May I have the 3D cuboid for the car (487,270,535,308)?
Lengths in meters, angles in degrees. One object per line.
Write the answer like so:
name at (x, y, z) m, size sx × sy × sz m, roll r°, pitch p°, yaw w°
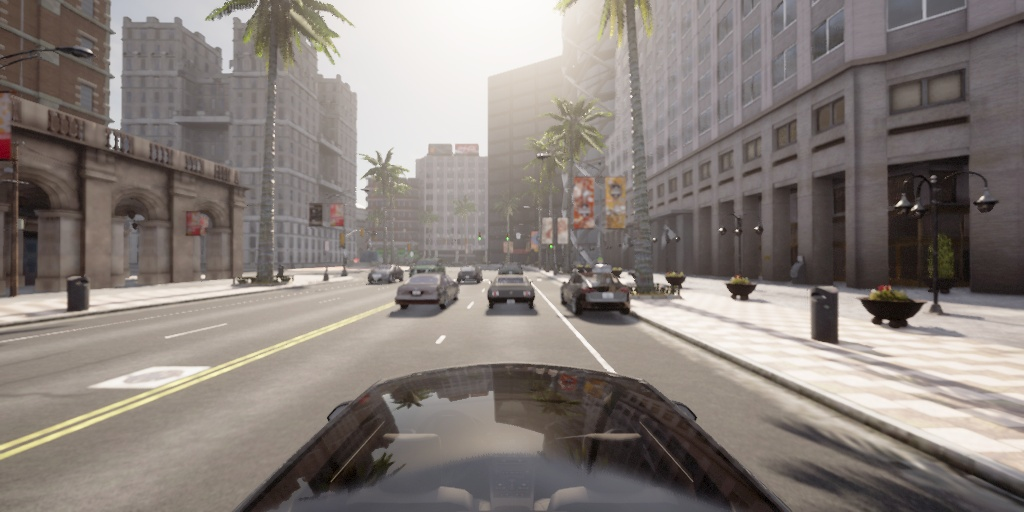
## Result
car at (-0.039, 1.484, 15.899) m, size 1.895 × 1.301 × 4.718 m, roll 0°, pitch 0°, yaw 0°

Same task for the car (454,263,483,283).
car at (-3.607, 1.552, 31.172) m, size 1.812 × 1.442 × 4.674 m, roll 0°, pitch 0°, yaw 0°

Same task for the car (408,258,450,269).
car at (-7.113, 1.228, 30.750) m, size 2.150 × 2.045 × 5.566 m, roll 0°, pitch -1°, yaw 0°

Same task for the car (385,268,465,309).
car at (-3.539, 1.429, 15.766) m, size 2.033 × 1.411 × 5.357 m, roll 0°, pitch -1°, yaw 0°

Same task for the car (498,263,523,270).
car at (-0.109, 1.374, 30.876) m, size 2.097 × 1.767 × 4.553 m, roll 0°, pitch -1°, yaw 0°

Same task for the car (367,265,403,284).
car at (-10.614, 1.513, 30.470) m, size 2.128 × 1.511 × 4.902 m, roll 0°, pitch -1°, yaw 0°
